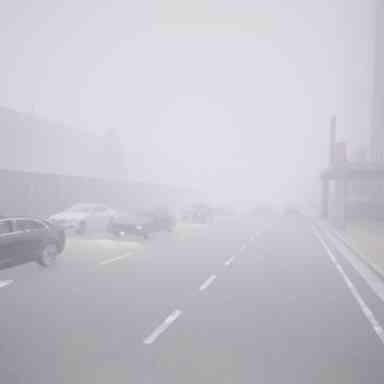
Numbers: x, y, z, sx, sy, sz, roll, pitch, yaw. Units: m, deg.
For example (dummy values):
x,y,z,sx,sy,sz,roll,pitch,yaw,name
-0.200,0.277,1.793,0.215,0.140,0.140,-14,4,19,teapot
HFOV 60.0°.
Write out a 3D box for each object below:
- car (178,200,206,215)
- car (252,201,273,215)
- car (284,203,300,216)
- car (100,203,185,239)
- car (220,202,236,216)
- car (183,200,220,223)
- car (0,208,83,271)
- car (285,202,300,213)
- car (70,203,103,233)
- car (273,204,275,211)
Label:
x,y,z,sx,sy,sz,roll,pitch,yaw,name
0.110,1.660,37.468,1.812,1.442,4.674,2,0,17,car
8.499,2.006,40.528,1.812,1.442,4.674,2,0,17,car
12.451,2.242,41.358,1.895,1.301,4.718,2,0,17,car
-2.358,1.513,17.586,2.033,1.411,5.357,2,0,17,car
3.653,1.800,37.076,1.812,1.442,4.674,2,0,17,car
0.615,1.624,27.260,1.837,1.490,4.892,2,0,17,car
-5.216,1.310,8.270,2.128,1.511,4.902,2,0,17,car
15.081,2.340,49.946,1.994,1.385,4.181,2,0,17,car
-5.805,1.356,18.222,1.812,1.442,4.674,2,0,17,car
11.110,2.107,49.239,2.128,1.511,4.902,2,0,17,car
